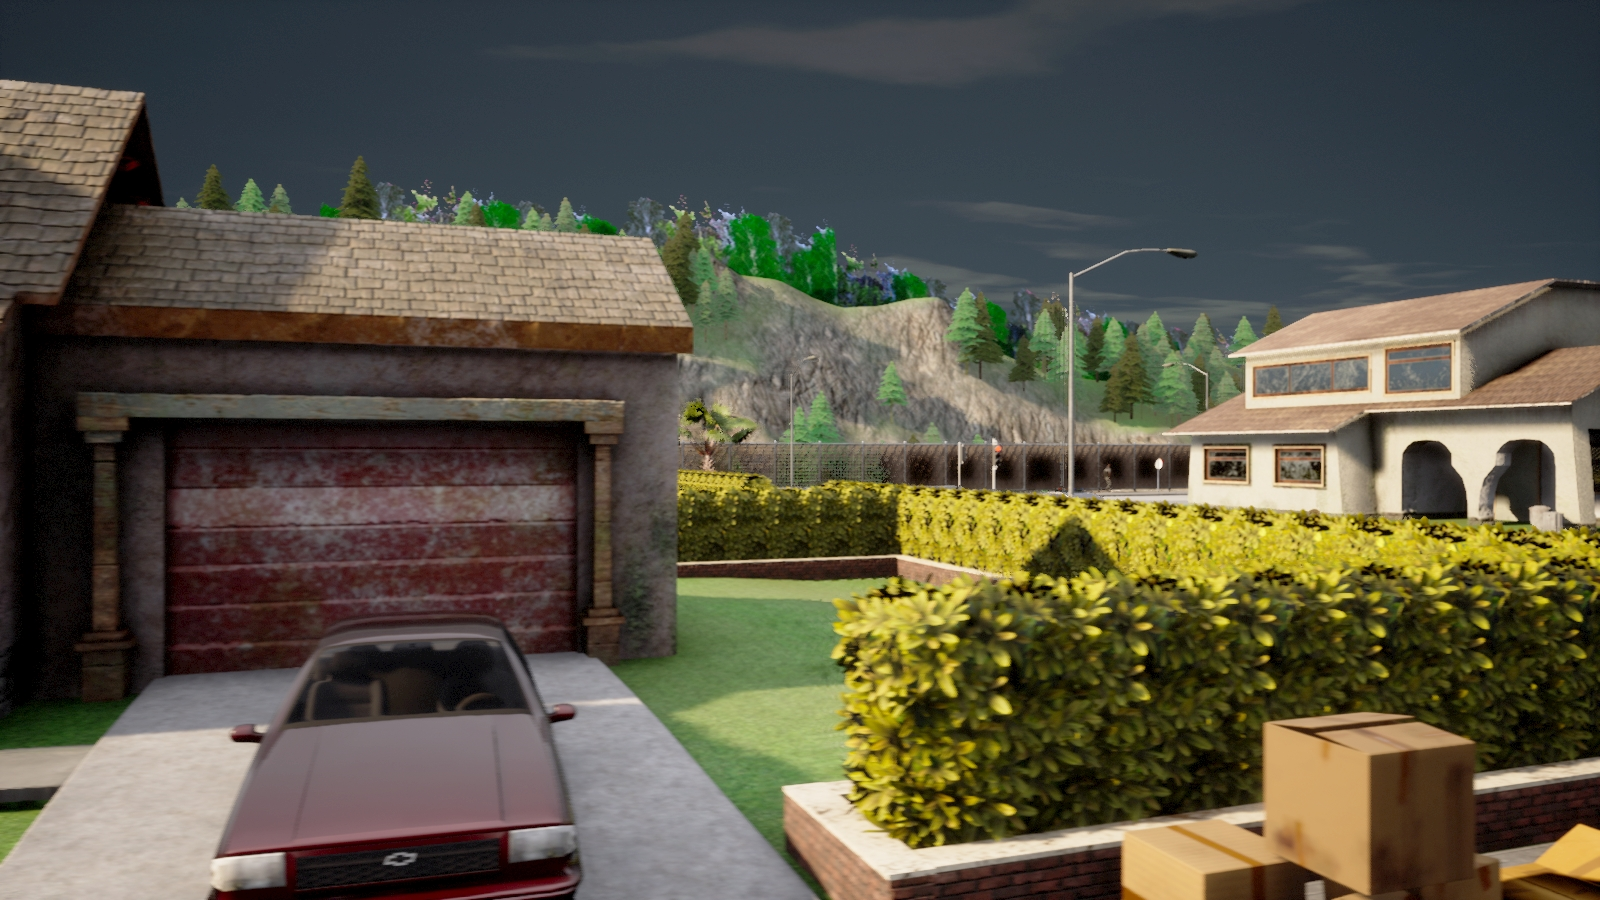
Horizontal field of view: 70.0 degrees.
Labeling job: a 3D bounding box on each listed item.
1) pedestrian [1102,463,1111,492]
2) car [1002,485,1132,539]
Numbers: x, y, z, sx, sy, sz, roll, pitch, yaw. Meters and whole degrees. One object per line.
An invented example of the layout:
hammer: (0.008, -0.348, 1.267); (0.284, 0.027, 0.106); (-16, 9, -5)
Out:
pedestrian: (19.642, 1.781, 73.170); (0.375, 1.860, 0.375); (0, 0, -24)
car: (8.986, 2.056, 38.937); (2.038, 1.542, 4.974); (0, 0, -18)
